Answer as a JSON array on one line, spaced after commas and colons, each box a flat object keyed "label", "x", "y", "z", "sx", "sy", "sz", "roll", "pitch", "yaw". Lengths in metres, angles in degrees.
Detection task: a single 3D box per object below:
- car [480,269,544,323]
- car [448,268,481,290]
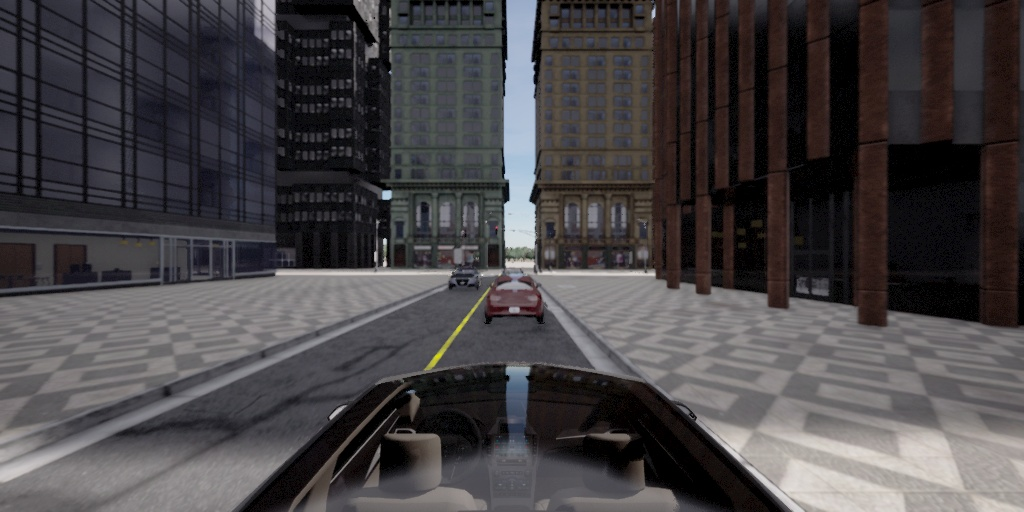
[{"label": "car", "x": 0.076, "y": 1.368, "z": 12.427, "sx": 1.812, "sy": 1.442, "sz": 4.674, "roll": 0, "pitch": 0, "yaw": 0}, {"label": "car", "x": -3.112, "y": 1.516, "z": 24.471, "sx": 1.994, "sy": 1.385, "sz": 4.181, "roll": 0, "pitch": -1, "yaw": 0}]
